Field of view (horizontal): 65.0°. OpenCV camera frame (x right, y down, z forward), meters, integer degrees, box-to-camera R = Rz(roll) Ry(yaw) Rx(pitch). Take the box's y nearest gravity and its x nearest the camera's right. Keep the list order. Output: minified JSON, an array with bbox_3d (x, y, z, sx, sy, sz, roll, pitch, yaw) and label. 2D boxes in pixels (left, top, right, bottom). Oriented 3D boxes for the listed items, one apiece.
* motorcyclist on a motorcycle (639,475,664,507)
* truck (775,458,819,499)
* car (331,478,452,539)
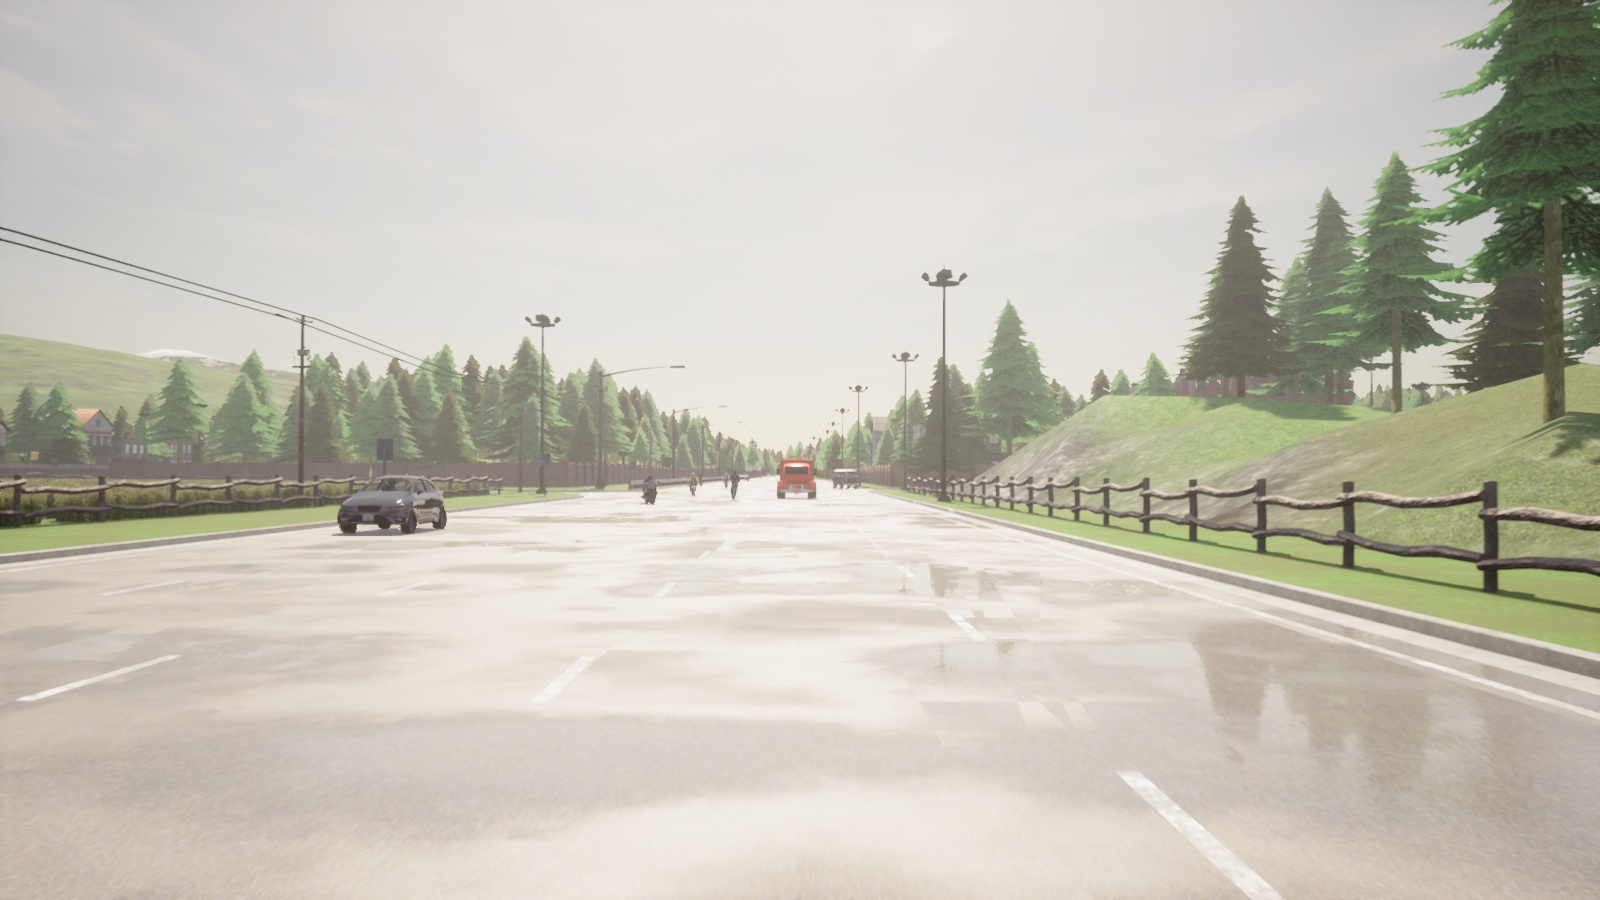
[{"bbox_3d":[-7.411,2.037,62.564,0.866,1.530,2.191,-2,-1,-16],"label":"motorcyclist on a motorcycle"},{"bbox_3d":[-0.197,1.793,78.965,2.627,2.467,5.204,0,-1,0],"label":"truck"},{"bbox_3d":[-10.581,1.480,32.843,1.816,1.474,4.193,0,-1,0],"label":"car"}]
